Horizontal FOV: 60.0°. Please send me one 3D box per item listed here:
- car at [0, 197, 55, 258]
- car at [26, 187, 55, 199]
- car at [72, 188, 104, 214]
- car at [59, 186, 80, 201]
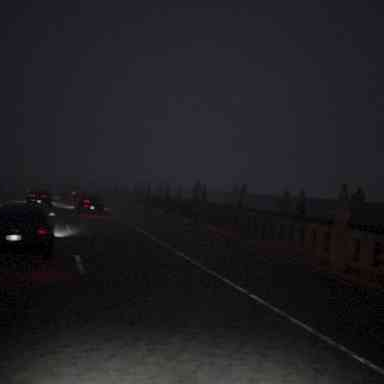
[{"bbox_3d":[-5.349,1.078,10.422,1.994,1.385,4.181,5,0,-23],"label":"car"},{"bbox_3d":[-12.404,0.375,27.184,1.837,1.490,4.892,5,0,-23],"label":"car"},{"bbox_3d":[-7.823,0.773,25.282,1.837,1.490,4.892,5,0,-23],"label":"car"},{"bbox_3d":[-13.778,0.080,37.938,2.097,1.767,4.553,5,0,-27],"label":"car"}]
